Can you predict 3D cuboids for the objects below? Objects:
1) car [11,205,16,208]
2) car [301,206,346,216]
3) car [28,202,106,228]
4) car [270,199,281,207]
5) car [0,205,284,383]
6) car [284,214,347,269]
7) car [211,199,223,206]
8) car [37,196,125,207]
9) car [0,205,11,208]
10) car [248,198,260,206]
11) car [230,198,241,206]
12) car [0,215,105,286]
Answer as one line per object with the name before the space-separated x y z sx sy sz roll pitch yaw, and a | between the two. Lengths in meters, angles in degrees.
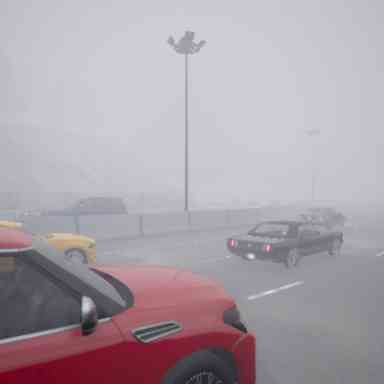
car | -11.342 1.606 26.671 4.902 1.511 2.128 0 0 -43
car | 8.732 1.658 22.183 2.033 1.411 5.357 0 0 39
car | -8.954 1.582 24.129 5.008 1.535 1.882 0 0 -43
car | 14.359 1.879 57.329 1.895 1.301 4.718 0 0 13
car | -1.982 1.232 2.504 5.566 2.045 2.150 0 0 -37
car | 3.420 1.658 11.519 4.718 1.301 1.895 0 0 -42
car | 4.761 1.896 62.912 1.895 1.301 4.718 0 0 10
car | -6.780 1.315 21.316 5.566 2.045 2.150 0 0 -43
car | -15.926 1.714 27.248 4.718 1.301 1.895 0 0 -40
car | 11.251 1.850 59.851 1.994 1.385 4.181 0 0 12
car | 8.322 1.846 62.835 2.033 1.411 5.357 0 0 10
car | -5.112 1.516 8.966 5.008 1.535 1.882 0 0 -37
